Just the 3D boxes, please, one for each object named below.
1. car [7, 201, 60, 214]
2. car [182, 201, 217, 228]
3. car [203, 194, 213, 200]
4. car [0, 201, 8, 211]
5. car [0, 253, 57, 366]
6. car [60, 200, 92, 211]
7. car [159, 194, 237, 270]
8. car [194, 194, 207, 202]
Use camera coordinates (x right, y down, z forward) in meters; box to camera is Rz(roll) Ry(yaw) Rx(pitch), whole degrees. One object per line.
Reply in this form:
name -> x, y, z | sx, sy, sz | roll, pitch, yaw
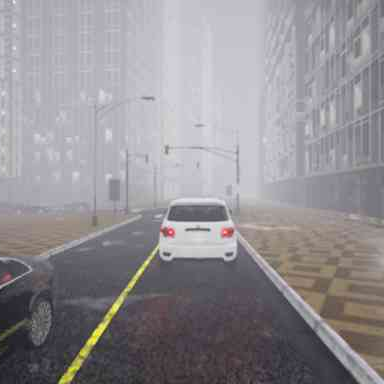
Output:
car -> -17.202, 1.726, 36.245 | 4.403, 1.369, 2.008 | -1, 1, 11
car -> 0.548, 1.436, 22.900 | 2.128, 1.511, 4.902 | 0, 0, 3
car -> 4.269, 1.195, 86.884 | 2.128, 1.511, 4.902 | 0, 0, 9
car -> -26.612, 1.954, 46.649 | 4.313, 1.339, 1.947 | -1, 1, 11
car -> -3.071, 1.484, 3.401 | 2.128, 1.511, 4.902 | 0, 0, 0
car -> -15.577, 1.744, 44.466 | 4.403, 1.369, 2.008 | -1, 1, 11
car -> 0.205, 1.198, 11.141 | 2.150, 2.045, 5.566 | 0, 0, 1
car -> 1.862, 1.286, 71.462 | 2.128, 1.511, 4.902 | 0, 0, 8
